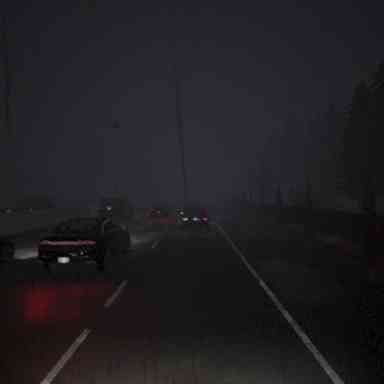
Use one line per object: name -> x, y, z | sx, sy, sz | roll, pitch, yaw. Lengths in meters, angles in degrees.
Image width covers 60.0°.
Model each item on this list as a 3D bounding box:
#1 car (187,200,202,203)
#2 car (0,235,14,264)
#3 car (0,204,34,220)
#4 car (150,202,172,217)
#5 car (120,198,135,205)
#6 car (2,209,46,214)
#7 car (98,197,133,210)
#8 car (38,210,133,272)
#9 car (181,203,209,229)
car -> 0.364, 1.851, 46.501 | 1.882, 1.535, 5.008 | 0, 0, 0
car -> -6.861, 1.597, 9.189 | 1.812, 1.442, 4.674 | 0, 0, 0
car -> -17.416, 1.853, 32.290 | 1.895, 1.301, 4.718 | 0, 0, 0
car -> -3.208, 1.801, 34.429 | 1.812, 1.442, 4.674 | 0, 0, 0
car -> -13.590, 1.932, 70.474 | 2.033, 1.411, 5.357 | 0, 0, 0
car -> -13.936, 1.449, 29.380 | 2.150, 2.045, 5.566 | 0, 0, 0
car -> -6.738, 1.460, 29.798 | 2.150, 2.045, 5.566 | 0, 0, 0
car -> -3.350, 1.581, 11.147 | 2.128, 1.511, 4.902 | 0, 0, 0
car -> 0.219, 1.732, 22.859 | 2.033, 1.411, 5.357 | 0, 0, 0
